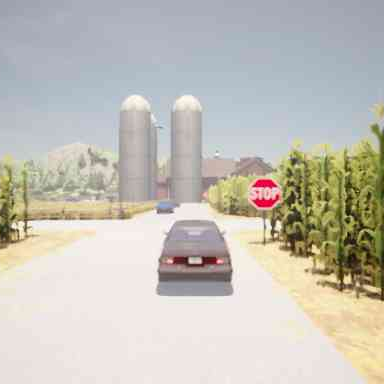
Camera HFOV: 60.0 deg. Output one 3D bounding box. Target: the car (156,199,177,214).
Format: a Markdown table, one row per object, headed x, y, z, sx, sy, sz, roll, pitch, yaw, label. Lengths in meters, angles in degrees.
| x | y | z | sx | sy | sz | roll | pitch | yaw | label |
| --- | --- | --- | --- | --- | --- | --- | --- | --- | --- |
| -3.190 | 1.804 | 39.830 | 1.882 | 1.535 | 5.008 | 0 | -1 | 0 | car |

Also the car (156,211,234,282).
| x | y | z | sx | sy | sz | roll | pitch | yaw | label |
| --- | --- | --- | --- | --- | --- | --- | --- | --- | --- |
| 0.077 | 1.505 | 9.606 | 2.033 | 1.411 | 5.357 | 0 | 0 | 0 | car |

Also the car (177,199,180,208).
| x | y | z | sx | sy | sz | roll | pitch | yaw | label |
| --- | --- | --- | --- | --- | --- | --- | --- | --- | --- |
| -3.128 | 1.990 | 59.052 | 1.882 | 1.535 | 5.008 | 0 | -1 | 0 | car |
